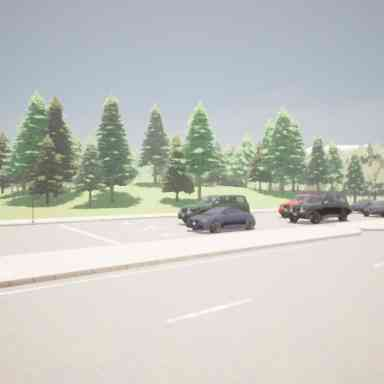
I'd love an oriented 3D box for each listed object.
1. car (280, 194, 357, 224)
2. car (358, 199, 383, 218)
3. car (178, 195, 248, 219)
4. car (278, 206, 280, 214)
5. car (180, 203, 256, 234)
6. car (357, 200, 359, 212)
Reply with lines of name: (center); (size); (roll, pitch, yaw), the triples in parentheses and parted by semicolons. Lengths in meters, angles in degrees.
car: (9.510, 1.215, 24.816); (5.566, 2.045, 2.150); (0, 0, -34)
car: (17.570, 1.516, 30.398); (4.674, 1.442, 1.812); (0, 0, -34)
car: (1.685, 1.217, 23.630); (5.566, 2.045, 2.150); (0, 0, -35)
car: (10.166, 1.214, 29.507); (5.566, 2.045, 2.150); (0, 0, -33)
car: (1.749, 1.560, 19.410); (4.181, 1.385, 1.994); (0, 0, -35)
car: (18.311, 1.515, 35.168); (4.674, 1.442, 1.812); (0, 0, -34)
